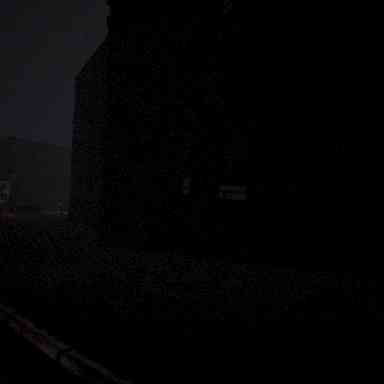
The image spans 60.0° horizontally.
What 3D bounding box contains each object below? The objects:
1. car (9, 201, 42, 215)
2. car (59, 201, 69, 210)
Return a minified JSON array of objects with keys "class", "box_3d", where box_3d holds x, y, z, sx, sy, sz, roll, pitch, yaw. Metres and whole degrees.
[{"class":"car","box_3d":[-19.803,1.839,39.844,1.882,1.535,5.008,4,-1,3]},{"class":"car","box_3d":[-18.627,2.136,51.753,2.128,1.511,4.902,4,-1,11]}]
